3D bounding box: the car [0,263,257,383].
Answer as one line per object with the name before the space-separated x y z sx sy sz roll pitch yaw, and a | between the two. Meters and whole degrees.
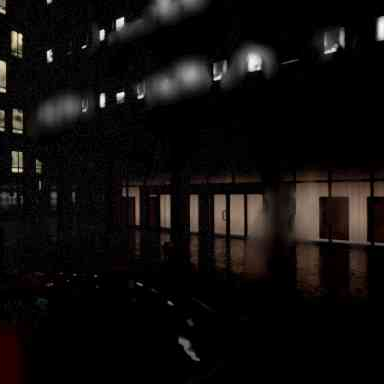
car | -1.480 1.549 3.952 4.507 1.381 1.887 0 0 36
